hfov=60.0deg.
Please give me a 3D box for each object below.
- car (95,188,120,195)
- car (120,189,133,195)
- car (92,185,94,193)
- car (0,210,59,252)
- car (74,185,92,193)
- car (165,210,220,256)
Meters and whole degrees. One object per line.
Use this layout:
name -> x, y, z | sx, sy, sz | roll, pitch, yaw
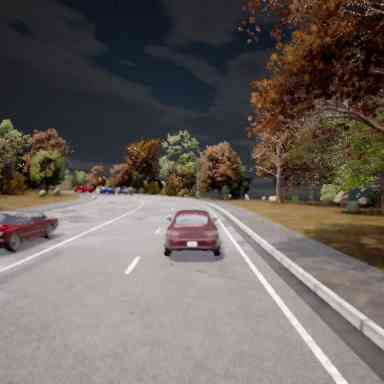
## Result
car -> -18.947, -0.184, 74.222 | 1.882, 1.535, 5.008 | 2, 1, -45
car -> -15.143, -0.023, 75.211 | 1.812, 1.442, 4.674 | 1, 1, -40
car -> -22.097, -0.378, 82.315 | 4.674, 1.442, 1.812 | 2, 0, 40
car -> -7.074, 1.432, 13.176 | 1.895, 1.301, 4.718 | 0, 1, 0
car -> -26.311, -0.756, 81.244 | 5.566, 2.045, 2.150 | 2, 0, 35
car -> 0.011, 1.383, 12.455 | 1.812, 1.442, 4.674 | 0, 1, 0
